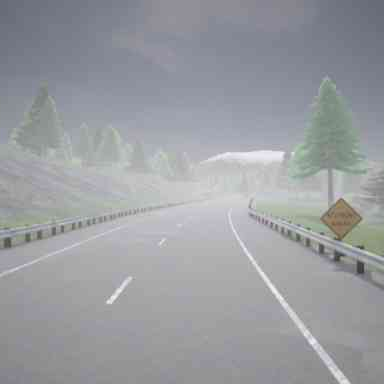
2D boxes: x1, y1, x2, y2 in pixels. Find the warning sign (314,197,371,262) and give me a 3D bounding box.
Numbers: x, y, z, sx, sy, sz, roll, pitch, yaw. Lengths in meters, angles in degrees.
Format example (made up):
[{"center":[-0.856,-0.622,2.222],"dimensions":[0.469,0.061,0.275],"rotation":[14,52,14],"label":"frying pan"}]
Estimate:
[{"center":[4.589,1.099,10.257],"dimensions":[1.300,1.860,1.060],"rotation":[0,0,2],"label":"warning sign"}]
